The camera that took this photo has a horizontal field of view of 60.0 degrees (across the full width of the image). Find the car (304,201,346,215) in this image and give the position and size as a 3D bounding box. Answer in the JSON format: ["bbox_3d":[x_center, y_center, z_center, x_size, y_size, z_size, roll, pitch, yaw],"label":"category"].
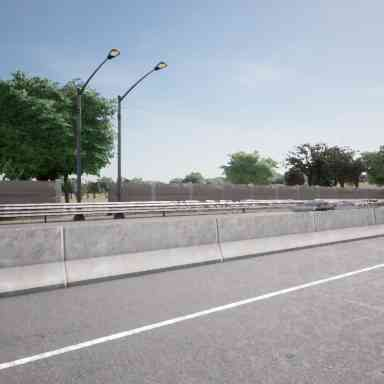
[{"bbox_3d":[14.313,1.649,35.729,4.718,1.301,1.895,0,0,-36],"label":"car"}]

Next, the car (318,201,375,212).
[{"bbox_3d":[12.336,1.510,25.719,4.902,1.511,2.128,0,0,-36],"label":"car"}]

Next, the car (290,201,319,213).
[{"bbox_3d":[10.515,1.524,28.719,4.892,1.490,1.837,0,0,-36],"label":"car"}]
